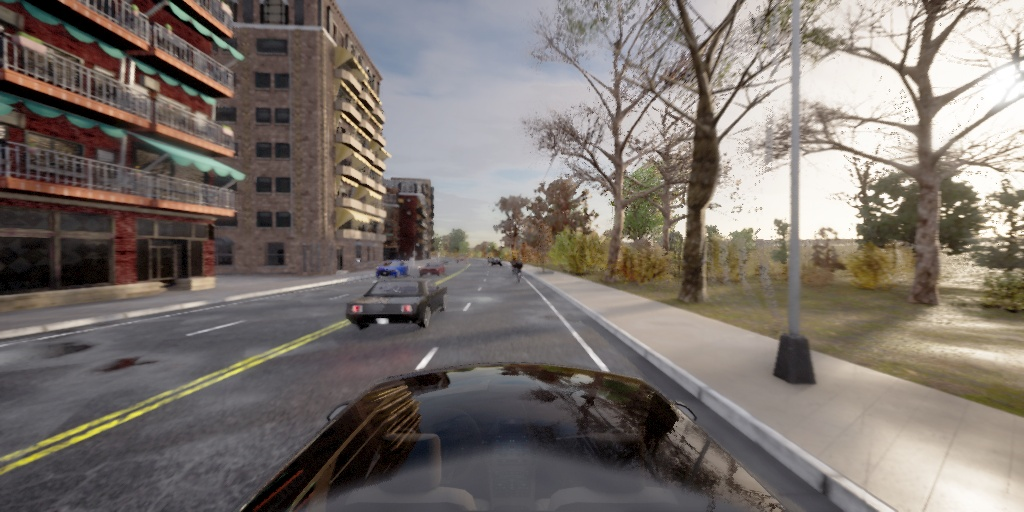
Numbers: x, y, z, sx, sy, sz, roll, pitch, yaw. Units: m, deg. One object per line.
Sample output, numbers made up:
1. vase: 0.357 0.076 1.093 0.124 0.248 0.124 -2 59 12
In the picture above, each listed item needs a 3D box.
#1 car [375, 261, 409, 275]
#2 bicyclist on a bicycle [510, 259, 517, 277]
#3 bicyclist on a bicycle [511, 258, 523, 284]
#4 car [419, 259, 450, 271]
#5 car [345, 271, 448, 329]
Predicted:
1. car: -10.498 1.148 31.758 1.882 1.535 5.008 0 0 -2
2. bicyclist on a bicycle: 0.169 1.086 33.692 0.582 1.620 1.656 0 0 -3
3. bicyclist on a bicycle: 0.503 1.035 25.170 0.659 1.776 1.843 0 0 -2
4. car: -7.306 1.257 33.353 1.895 1.301 4.718 0 0 -2
5. car: -3.221 1.326 11.104 1.895 1.301 4.718 0 0 -1
